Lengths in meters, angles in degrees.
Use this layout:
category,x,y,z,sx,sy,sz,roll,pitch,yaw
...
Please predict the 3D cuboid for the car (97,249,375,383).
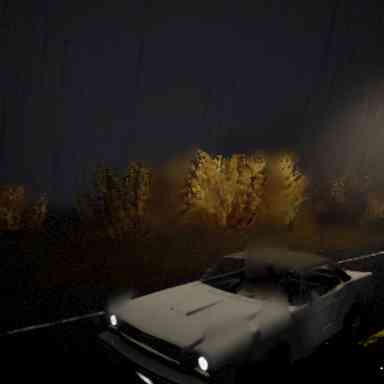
category,x,y,z,sx,sy,sz,roll,pitch,yaw
car,1.067,1.640,5.015,1.895,1.301,4.718,0,-1,44
